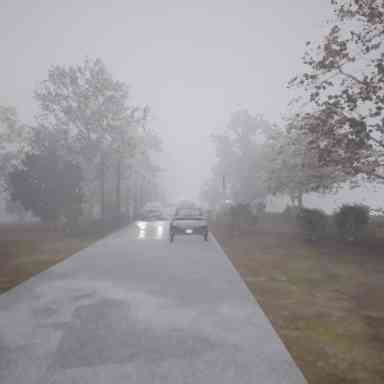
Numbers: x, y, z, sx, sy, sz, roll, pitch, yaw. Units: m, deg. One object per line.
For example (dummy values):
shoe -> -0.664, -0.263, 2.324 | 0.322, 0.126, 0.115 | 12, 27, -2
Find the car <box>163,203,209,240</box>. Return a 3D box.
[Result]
car -> -0.177, 1.547, 17.225 | 2.128, 1.511, 4.902 | 0, 0, -1

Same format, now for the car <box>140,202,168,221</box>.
car -> -3.391, 1.685, 29.347 | 1.837, 1.490, 4.892 | 0, -1, -1

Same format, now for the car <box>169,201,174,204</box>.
car -> -4.083, 2.581, 69.914 | 1.882, 1.535, 5.008 | 0, -2, -1

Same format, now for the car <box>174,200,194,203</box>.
car -> -0.580, 1.624, 35.624 | 2.097, 1.767, 4.553 | 0, -1, -1
